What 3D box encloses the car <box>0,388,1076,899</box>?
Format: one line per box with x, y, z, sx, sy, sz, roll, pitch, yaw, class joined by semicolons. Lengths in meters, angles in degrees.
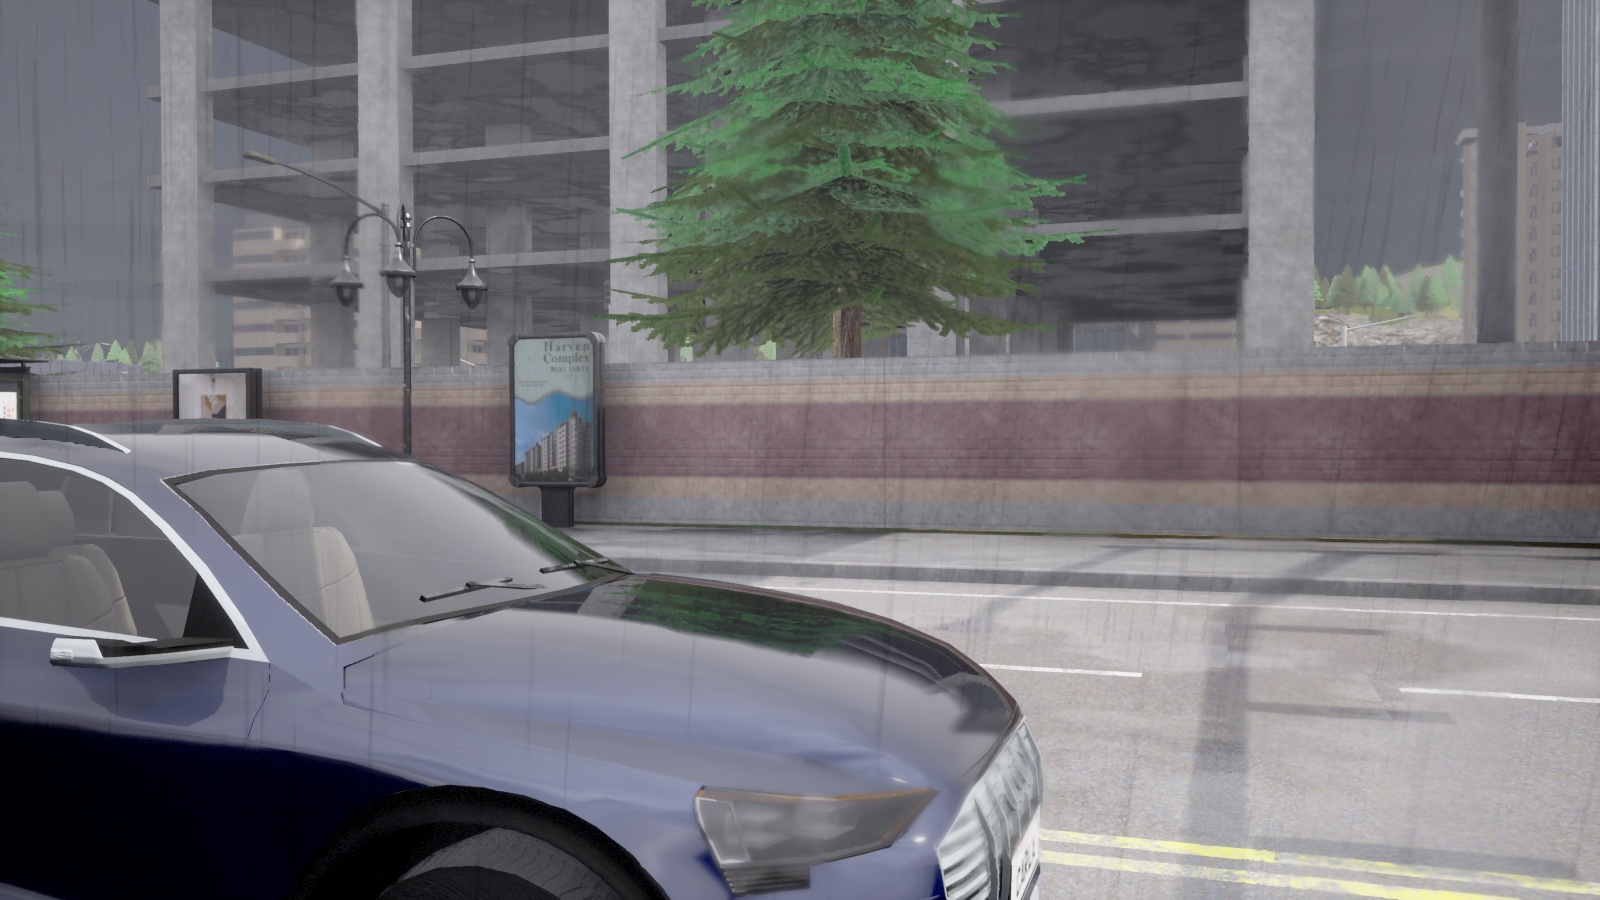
-1.758;0.689;3.783;4.856;1.649;2.033;1;1;19;car
